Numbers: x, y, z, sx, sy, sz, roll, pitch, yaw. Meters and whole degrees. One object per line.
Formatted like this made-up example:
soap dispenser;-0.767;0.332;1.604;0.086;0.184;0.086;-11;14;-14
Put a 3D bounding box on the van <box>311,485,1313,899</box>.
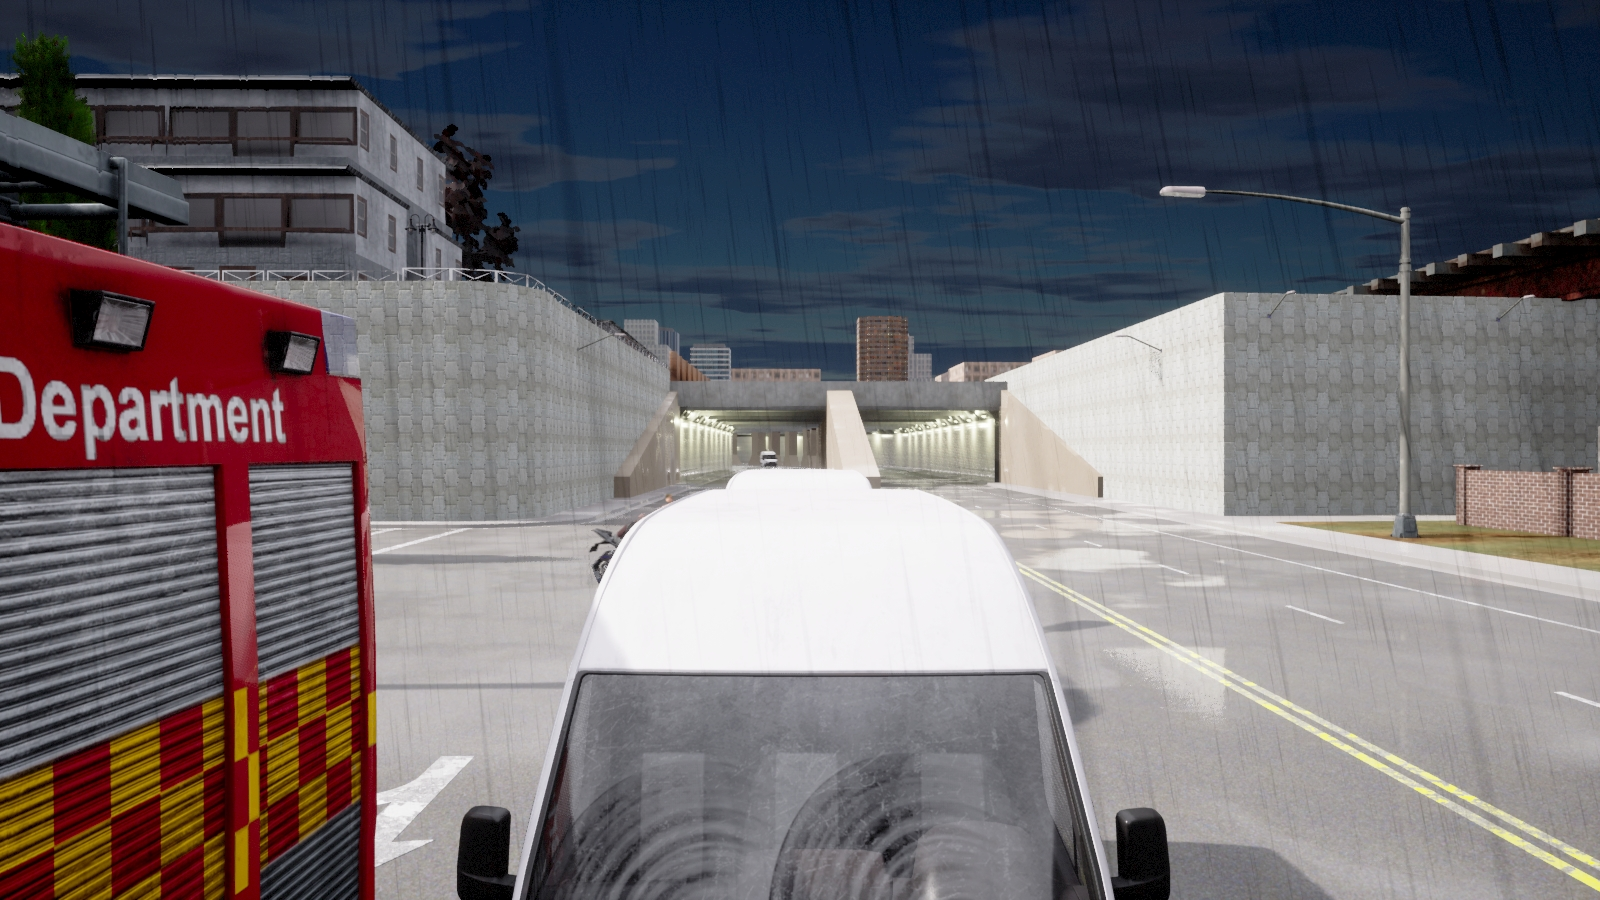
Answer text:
van;0.047;1.534;5.226;1.988;2.561;5.915;0;0;1
